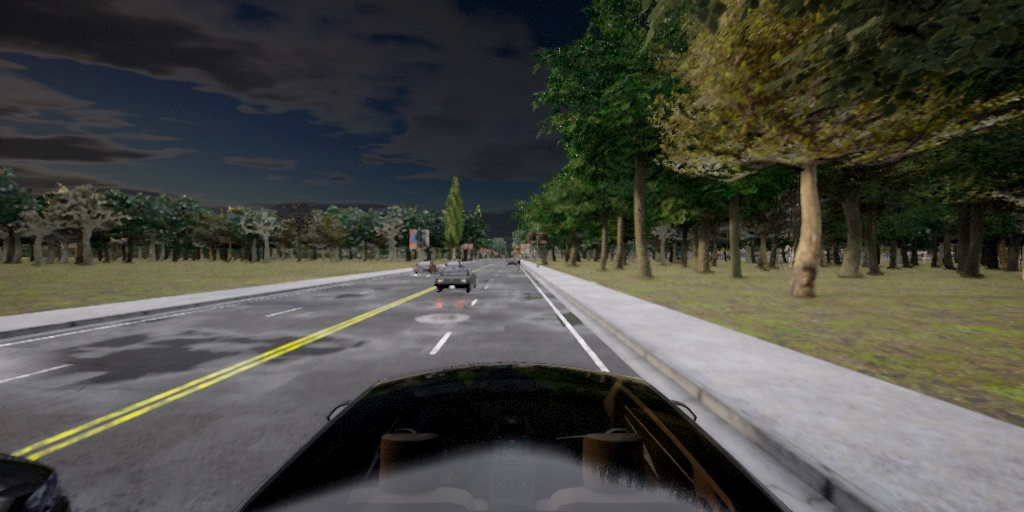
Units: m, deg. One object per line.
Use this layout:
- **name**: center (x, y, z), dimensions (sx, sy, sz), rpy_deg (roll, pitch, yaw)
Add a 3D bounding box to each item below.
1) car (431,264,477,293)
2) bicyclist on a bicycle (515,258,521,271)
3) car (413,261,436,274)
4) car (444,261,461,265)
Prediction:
- **car**: center (-3.150, 1.353, 21.085), dimensions (1.895, 1.301, 4.718), rpy_deg (0, 0, 0)
- **bicyclist on a bicycle**: center (0.891, 1.137, 46.976), dimensions (0.659, 1.776, 1.843), rpy_deg (0, 0, 0)
- **car**: center (-9.839, 1.289, 41.030), dimensions (1.812, 1.442, 4.674), rpy_deg (0, 0, 0)
- **car**: center (-6.590, 1.288, 40.711), dimensions (1.812, 1.442, 4.674), rpy_deg (0, 0, 0)
